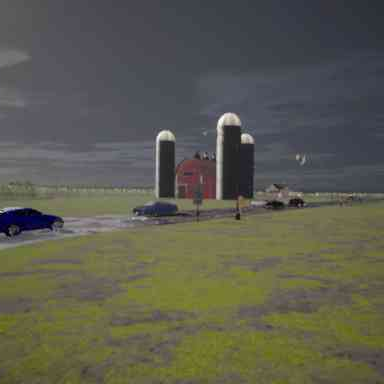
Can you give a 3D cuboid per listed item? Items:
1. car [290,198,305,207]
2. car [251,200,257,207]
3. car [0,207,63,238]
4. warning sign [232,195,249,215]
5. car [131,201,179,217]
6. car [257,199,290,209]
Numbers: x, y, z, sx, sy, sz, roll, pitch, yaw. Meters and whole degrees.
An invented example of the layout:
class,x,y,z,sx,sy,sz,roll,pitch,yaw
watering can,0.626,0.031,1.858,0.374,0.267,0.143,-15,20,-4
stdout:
class,x,y,z,sx,sy,sz,roll,pitch,yaw
car,17.932,1.776,56.893,1.837,1.490,4.892,1,0,36
car,11.169,1.789,53.475,1.895,1.301,4.718,1,0,36
car,-9.225,1.550,18.153,1.812,1.442,4.674,0,0,23
warning sign,4.682,1.271,32.224,1.300,1.860,1.060,1,1,36
car,-3.540,1.598,33.034,2.033,1.411,5.357,1,0,36
car,11.924,1.699,48.412,2.128,1.511,4.902,1,0,36
